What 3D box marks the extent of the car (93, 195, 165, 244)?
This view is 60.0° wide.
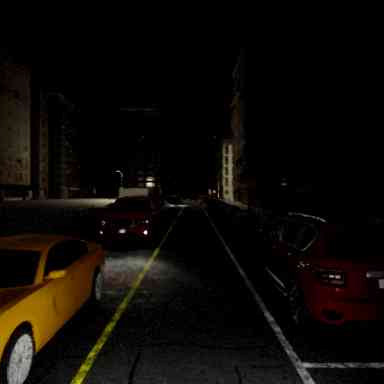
[{"bbox_3d":[-2.801,1.229,16.211,2.150,2.045,5.566,0,0,0],"label":"car"}]

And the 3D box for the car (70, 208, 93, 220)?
[{"bbox_3d":[-5.339,1.551,18.252,1.887,1.381,4.507,0,0,0],"label":"car"}]

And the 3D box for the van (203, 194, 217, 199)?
[{"bbox_3d":[2.766,1.374,46.629,1.690,1.788,3.998,0,0,0],"label":"van"}]

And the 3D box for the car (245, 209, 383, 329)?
[{"bbox_3d":[2.654,1.321,6.869,2.192,1.841,5.009,0,0,0],"label":"car"}]

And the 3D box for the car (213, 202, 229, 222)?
[{"bbox_3d":[2.702,1.599,23.909,1.802,1.307,4.206,0,0,0],"label":"car"}]

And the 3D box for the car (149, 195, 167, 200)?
[{"bbox_3d":[-9.196,1.567,90.048,4.718,1.301,1.895,0,0,8],"label":"car"}]

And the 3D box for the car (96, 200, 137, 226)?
[{"bbox_3d":[-5.323,1.450,23.932,1.967,1.590,4.097,0,0,0],"label":"car"}]

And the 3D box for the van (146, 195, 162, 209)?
[{"bbox_3d":[-5.259,1.367,46.652,1.690,1.788,3.998,0,0,0],"label":"van"}]

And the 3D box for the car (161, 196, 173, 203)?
[{"bbox_3d":[-5.195,1.592,69.372,2.008,1.369,4.403,0,0,0],"label":"car"}]

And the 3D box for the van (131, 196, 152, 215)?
[{"bbox_3d":[-5.291,1.359,35.292,1.690,1.788,3.998,0,0,0],"label":"van"}]

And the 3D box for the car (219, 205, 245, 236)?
[{"bbox_3d":[2.686,1.595,18.229,1.802,1.307,4.206,0,0,0],"label":"car"}]

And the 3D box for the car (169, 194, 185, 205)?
[{"bbox_3d":[-2.641,1.541,58.557,1.837,1.490,4.892,0,0,1],"label":"car"}]

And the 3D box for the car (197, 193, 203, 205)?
[{"bbox_3d":[2.393,1.499,60.619,1.801,1.575,5.366,0,0,0],"label":"car"}]

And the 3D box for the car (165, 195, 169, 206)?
[{"bbox_3d":[-5.243,1.345,52.332,2.192,1.841,5.009,0,0,0],"label":"car"}]

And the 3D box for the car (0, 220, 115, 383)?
[{"bbox_3d":[-2.839,1.479,5.372,1.882,1.535,5.008,0,0,0],"label":"car"}]

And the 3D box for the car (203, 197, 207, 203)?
[{"bbox_3d":[2.750,1.595,40.949,1.947,1.339,4.313,0,0,0],"label":"car"}]

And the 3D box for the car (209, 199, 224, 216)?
[{"bbox_3d":[2.718,1.602,29.589,1.802,1.307,4.206,0,0,0],"label":"car"}]

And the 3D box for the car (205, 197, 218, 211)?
[{"bbox_3d":[2.734,1.575,35.269,2.008,1.369,4.403,0,0,0],"label":"car"}]

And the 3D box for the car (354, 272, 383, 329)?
[{"bbox_3d":[2.638,1.548,1.190,1.887,1.381,4.507,0,0,0],"label":"car"}]

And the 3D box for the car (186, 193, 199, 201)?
[{"bbox_3d":[0.219,1.404,78.709,2.033,1.411,5.357,0,0,0],"label":"car"}]

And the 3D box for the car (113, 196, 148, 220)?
[{"bbox_3d":[-5.307,1.329,29.612,2.192,1.841,5.009,0,0,0],"label":"car"}]
